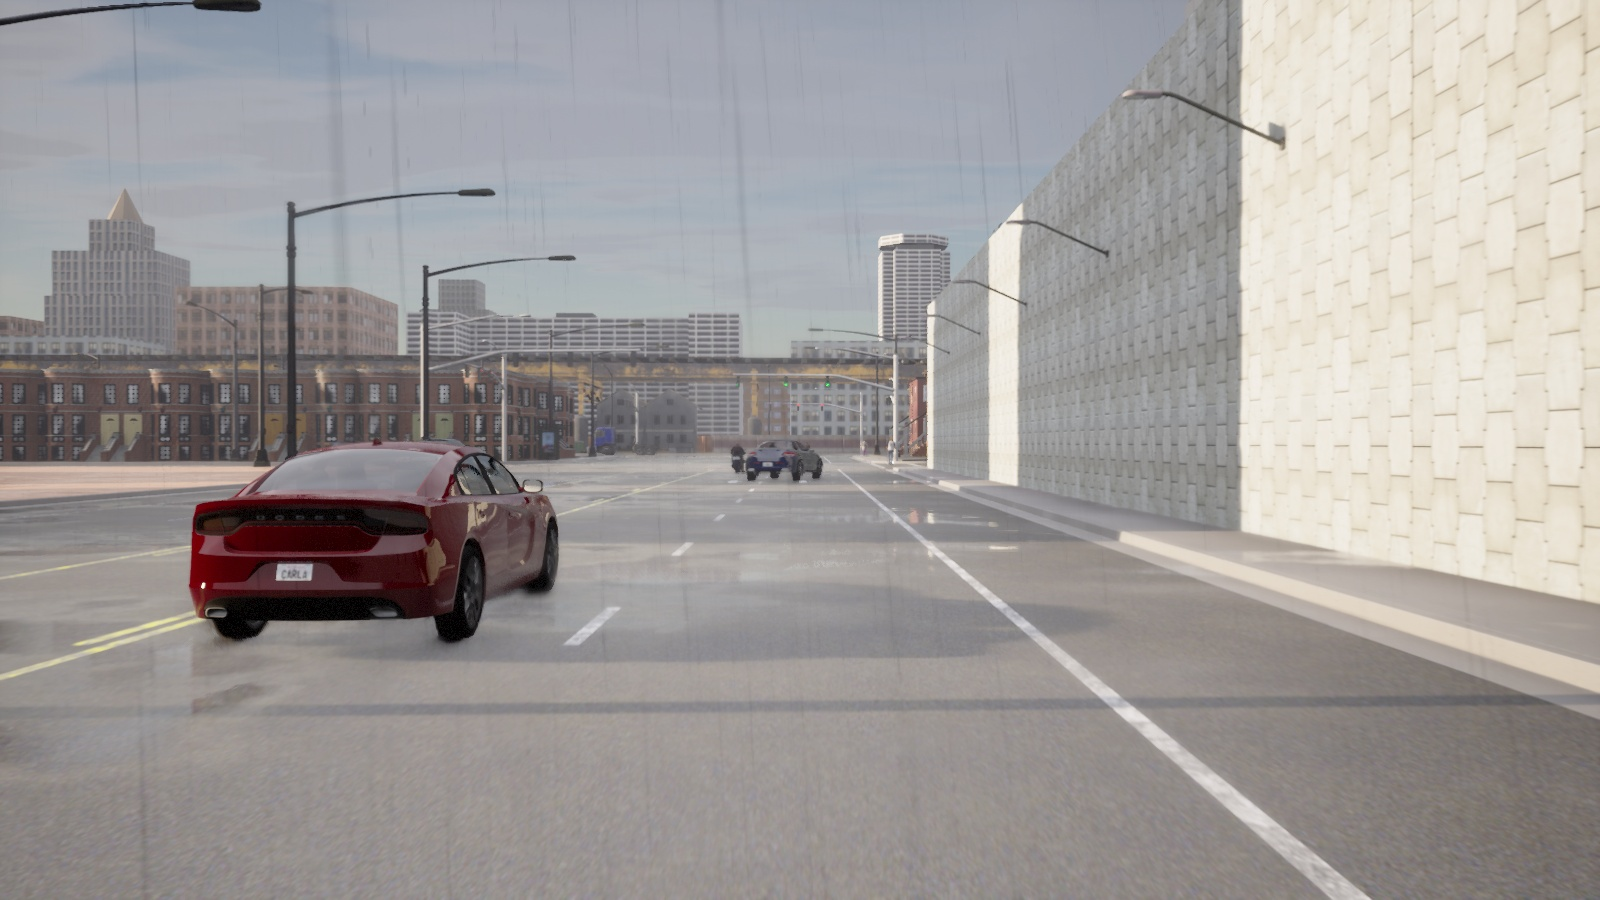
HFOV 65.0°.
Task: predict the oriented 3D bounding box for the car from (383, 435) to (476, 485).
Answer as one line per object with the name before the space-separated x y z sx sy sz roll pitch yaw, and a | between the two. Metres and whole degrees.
car | -13.730 0.330 46.769 2.097 1.767 4.553 0 0 0

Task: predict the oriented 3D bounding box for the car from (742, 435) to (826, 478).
car | -0.584 0.236 50.845 2.152 1.651 5.027 0 0 15

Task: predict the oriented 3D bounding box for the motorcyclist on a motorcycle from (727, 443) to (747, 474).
motorcyclist on a motorcycle | -3.145 0.423 63.206 0.866 1.530 2.191 0 0 1

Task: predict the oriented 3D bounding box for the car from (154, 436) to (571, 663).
car | -3.424 0.659 11.017 1.882 1.535 5.008 0 0 0

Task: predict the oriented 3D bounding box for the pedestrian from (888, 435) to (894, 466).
pedestrian | 5.517 0.036 76.318 0.354 1.836 0.706 0 0 2
